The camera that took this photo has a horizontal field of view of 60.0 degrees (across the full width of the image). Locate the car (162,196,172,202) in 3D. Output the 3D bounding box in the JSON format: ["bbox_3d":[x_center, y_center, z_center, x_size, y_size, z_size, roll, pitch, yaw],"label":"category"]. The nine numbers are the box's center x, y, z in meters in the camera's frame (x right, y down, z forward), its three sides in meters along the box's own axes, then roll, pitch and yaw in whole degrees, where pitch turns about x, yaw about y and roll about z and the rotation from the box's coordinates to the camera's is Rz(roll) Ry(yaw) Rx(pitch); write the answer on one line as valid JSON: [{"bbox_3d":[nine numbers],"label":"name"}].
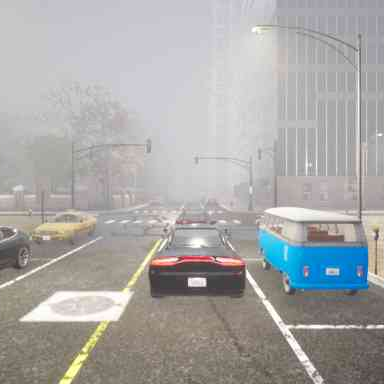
[{"bbox_3d":[-5.588,1.537,74.971,1.802,1.307,4.206,0,0,0],"label":"car"}]

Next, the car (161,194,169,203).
[{"bbox_3d":[-5.612,1.520,57.923,2.008,1.369,4.403,0,0,0],"label":"car"}]

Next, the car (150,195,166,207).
[{"bbox_3d":[-5.619,1.517,52.240,1.887,1.381,4.507,0,0,0],"label":"car"}]

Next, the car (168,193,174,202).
[{"bbox_3d":[-5.595,1.277,69.289,2.192,1.841,5.009,0,0,0],"label":"car"}]

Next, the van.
[{"bbox_3d":[2.785,1.337,8.425,1.690,1.788,3.998,0,0,0],"label":"van"}]

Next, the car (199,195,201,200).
[{"bbox_3d":[2.793,1.521,74.955,1.947,1.339,4.313,0,0,0],"label":"car"}]

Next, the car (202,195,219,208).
[{"bbox_3d":[2.755,1.416,46.550,1.967,1.590,4.097,0,0,0],"label":"car"}]

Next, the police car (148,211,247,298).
[{"bbox_3d":[0.108,1.501,8.611,2.038,1.542,4.974,0,0,0],"label":"police car"}]

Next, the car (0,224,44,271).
[{"bbox_3d":[-5.759,1.562,8.435,1.947,1.339,4.313,0,0,0],"label":"car"}]

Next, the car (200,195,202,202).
[{"bbox_3d":[2.762,1.538,52.231,1.947,1.339,4.313,0,0,0],"label":"car"}]

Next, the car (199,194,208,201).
[{"bbox_3d":[2.801,1.388,80.637,1.967,1.590,4.097,0,0,0],"label":"car"}]

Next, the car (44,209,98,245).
[{"bbox_3d":[-5.797,1.518,15.669,1.752,1.417,4.829,0,0,0],"label":"car"}]

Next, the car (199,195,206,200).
[{"bbox_3d":[2.817,1.452,92.172,1.752,1.417,4.829,0,0,0],"label":"car"}]

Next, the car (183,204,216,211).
[{"bbox_3d":[0.123,1.555,17.573,1.994,1.385,4.181,0,0,0],"label":"car"}]
